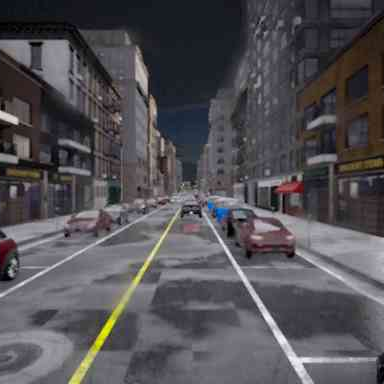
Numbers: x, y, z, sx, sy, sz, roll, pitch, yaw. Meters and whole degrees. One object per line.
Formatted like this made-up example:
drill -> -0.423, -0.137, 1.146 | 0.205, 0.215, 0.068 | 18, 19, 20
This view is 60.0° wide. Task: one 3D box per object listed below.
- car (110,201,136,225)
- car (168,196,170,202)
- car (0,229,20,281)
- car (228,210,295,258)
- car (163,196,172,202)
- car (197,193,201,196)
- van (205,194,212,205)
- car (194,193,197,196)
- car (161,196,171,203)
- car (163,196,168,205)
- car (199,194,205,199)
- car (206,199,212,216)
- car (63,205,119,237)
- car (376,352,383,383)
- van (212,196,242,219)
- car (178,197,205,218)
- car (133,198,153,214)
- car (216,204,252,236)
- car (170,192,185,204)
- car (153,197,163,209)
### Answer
car -> -5.478, 1.542, 23.425 | 2.008, 1.369, 4.403 | 0, 0, 0
car -> -5.636, 1.584, 62.001 | 1.802, 1.307, 4.206 | 0, 0, 0
car -> -5.410, 1.440, 6.893 | 1.967, 1.590, 4.097 | 0, 0, 0
car -> 2.592, 1.569, 12.437 | 1.802, 1.307, 4.206 | 0, 0, 0
car -> -5.704, 1.571, 78.534 | 1.947, 1.339, 4.313 | 0, 0, 0
car -> 2.389, 1.432, 62.034 | 1.967, 1.590, 4.097 | 0, 0, 0
van -> 2.501, 1.324, 34.479 | 1.690, 1.788, 3.998 | 0, 0, 0
car -> 2.321, 1.311, 78.567 | 2.192, 1.841, 5.009 | 0, 0, 0
car -> -5.681, 1.549, 73.023 | 1.887, 1.381, 4.507 | 0, 0, 0
car -> -5.614, 1.544, 56.489 | 1.887, 1.381, 4.507 | 0, 0, 0
car -> 2.434, 1.429, 51.012 | 1.967, 1.590, 4.097 | 0, 0, 0
car -> 2.524, 1.532, 28.969 | 2.008, 1.369, 4.403 | 0, 0, 0
car -> -5.455, 1.575, 17.914 | 1.802, 1.307, 4.206 | 0, 0, 0
car -> 2.638, 1.561, 1.414 | 1.947, 1.339, 4.313 | 0, 0, 0
van -> 2.547, 1.323, 23.458 | 1.690, 1.788, 3.998 | 0, 0, 0
car -> -0.059, 1.490, 30.039 | 1.837, 1.490, 4.892 | 0, 0, 0
car -> -5.524, 1.432, 34.446 | 1.967, 1.590, 4.097 | 0, 0, 0
car -> 2.570, 1.550, 17.948 | 1.947, 1.339, 4.313 | 0, 0, 0
car -> -3.008, 1.222, 64.479 | 2.150, 2.045, 5.566 | 0, 0, 0
car -> -5.569, 1.546, 45.468 | 2.008, 1.369, 4.403 | 0, 0, 0
